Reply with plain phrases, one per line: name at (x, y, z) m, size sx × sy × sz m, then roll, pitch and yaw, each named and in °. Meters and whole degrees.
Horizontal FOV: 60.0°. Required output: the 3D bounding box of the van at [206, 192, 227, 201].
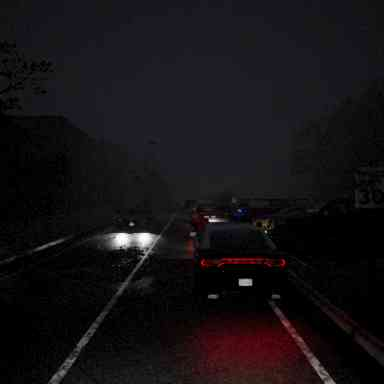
van at (5.457, 0.995, 74.882) m, size 4.442 × 1.987 × 1.878 m, roll 0°, pitch 0°, yaw 0°

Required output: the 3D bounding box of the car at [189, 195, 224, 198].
car at (0.950, 1.350, 24.484) m, size 2.097 × 1.767 × 4.553 m, roll 0°, pitch 0°, yaw 0°

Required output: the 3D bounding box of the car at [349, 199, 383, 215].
car at (18.724, 1.527, 33.533) m, size 4.792 × 1.488 × 2.163 m, roll 0°, pitch 0°, yaw 0°

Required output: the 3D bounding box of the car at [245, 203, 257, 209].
car at (5.531, 1.493, 16.006) m, size 5.366 × 1.575 × 1.946 m, roll 0°, pitch 0°, yaw 0°

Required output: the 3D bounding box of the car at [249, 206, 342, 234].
car at (5.712, 1.538, 18.810) m, size 4.674 × 1.452 × 2.002 m, roll 0°, pitch 0°, yaw 0°

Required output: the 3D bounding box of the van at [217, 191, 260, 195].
van at (5.772, 1.235, 41.246) m, size 4.442 × 1.987 × 1.878 m, roll 0°, pitch 0°, yaw 0°

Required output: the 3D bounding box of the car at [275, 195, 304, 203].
car at (18.685, 1.300, 64.075) m, size 4.892 × 1.521 × 2.231 m, roll 0°, pitch 0°, yaw 0°

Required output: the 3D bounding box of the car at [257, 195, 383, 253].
car at (5.694, 1.243, 13.203) m, size 5.566 × 2.045 × 2.435 m, roll 0°, pitch 0°, yaw 0°

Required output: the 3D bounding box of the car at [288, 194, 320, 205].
car at (18.730, 1.233, 55.747) m, size 4.553 × 1.767 × 2.185 m, roll 0°, pitch 0°, yaw 0°

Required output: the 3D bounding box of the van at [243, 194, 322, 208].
van at (5.819, 1.275, 21.614) m, size 4.442 × 1.987 × 1.878 m, roll 0°, pitch 0°, yaw 0°

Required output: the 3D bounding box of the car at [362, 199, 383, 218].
car at (18.945, 1.497, 30.762) m, size 5.366 × 1.575 × 1.946 m, roll 0°, pitch 0°, yaw 0°

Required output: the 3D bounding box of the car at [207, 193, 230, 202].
car at (5.556, 1.135, 69.277) m, size 4.553 × 1.767 × 2.185 m, roll 0°, pitch 0°, yaw 0°

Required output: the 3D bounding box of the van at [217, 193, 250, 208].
van at (5.758, 1.195, 46.851) m, size 4.442 × 1.987 × 1.878 m, roll 0°, pitch 0°, yaw 0°

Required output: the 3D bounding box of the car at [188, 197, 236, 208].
car at (0.956, 1.357, 18.477) m, size 2.097 × 1.767 × 4.553 m, roll 0°, pitch 0°, yaw 0°

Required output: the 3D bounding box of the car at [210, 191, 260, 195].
car at (5.620, 1.190, 44.046) m, size 5.566 × 2.045 × 2.435 m, roll 0°, pitch 0°, yaw 0°

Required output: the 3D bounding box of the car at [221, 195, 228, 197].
car at (5.668, 1.475, 38.440) m, size 4.892 × 1.521 × 2.231 m, roll 0°, pitch 0°, yaw 0°

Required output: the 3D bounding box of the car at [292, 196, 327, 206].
car at (18.678, 1.408, 52.971) m, size 4.792 × 1.488 × 2.163 m, roll 0°, pitch 0°, yaw 0°

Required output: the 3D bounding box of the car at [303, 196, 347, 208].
car at (18.906, 1.415, 47.420) m, size 5.366 × 1.575 × 1.946 m, roll 0°, pitch 0°, yaw 0°

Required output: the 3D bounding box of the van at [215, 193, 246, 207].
van at (5.751, 1.175, 49.654) m, size 4.442 × 1.987 × 1.878 m, roll 0°, pitch 0°, yaw 0°

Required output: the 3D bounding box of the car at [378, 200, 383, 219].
car at (18.761, 1.503, 27.984) m, size 5.008 × 1.535 × 2.097 m, roll 0°, pitch 0°, yaw 0°

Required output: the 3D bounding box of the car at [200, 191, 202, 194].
car at (5.718, 1.097, 91.704) m, size 5.366 × 1.575 × 1.946 m, roll 0°, pitch 0°, yaw 0°

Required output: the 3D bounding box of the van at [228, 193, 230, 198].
van at (5.799, 1.274, 30.026) m, size 4.442 × 1.987 × 1.878 m, roll 0°, pitch 0°, yaw 0°

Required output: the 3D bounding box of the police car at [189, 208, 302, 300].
police car at (0.967, 1.432, 8.604) m, size 1.930 × 1.638 × 5.238 m, roll 0°, pitch 0°, yaw 0°

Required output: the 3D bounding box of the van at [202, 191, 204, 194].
van at (5.430, 0.914, 86.095) m, size 4.442 × 1.987 × 1.878 m, roll 0°, pitch 0°, yaw 0°

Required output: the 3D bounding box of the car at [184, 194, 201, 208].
car at (-0.030, 1.408, 45.960) m, size 1.882 × 1.535 × 5.008 m, roll 0°, pitch 0°, yaw 0°

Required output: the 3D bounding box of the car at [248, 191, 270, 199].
car at (18.583, 0.848, 91.957) m, size 5.566 × 2.045 × 2.435 m, roll 0°, pitch 0°, yaw 0°

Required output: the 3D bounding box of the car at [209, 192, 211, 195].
car at (5.652, 1.235, 55.261) m, size 4.553 × 1.767 × 2.185 m, roll 0°, pitch 0°, yaw 0°

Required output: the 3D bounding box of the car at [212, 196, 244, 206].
car at (5.621, 1.382, 52.459) m, size 4.892 × 1.521 × 2.231 m, roll 0°, pitch 0°, yaw 0°

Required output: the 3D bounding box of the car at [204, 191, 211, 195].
car at (5.579, 1.069, 60.866) m, size 5.566 × 2.045 × 2.435 m, roll 0°, pitch 0°, yaw 0°

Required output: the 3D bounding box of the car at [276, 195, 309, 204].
car at (18.501, 1.316, 61.297) m, size 5.366 × 1.575 × 1.946 m, roll 0°, pitch 0°, yaw 0°

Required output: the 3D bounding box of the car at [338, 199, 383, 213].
car at (18.775, 1.515, 36.317) m, size 4.792 × 1.488 × 2.163 m, roll 0°, pitch 0°, yaw 0°

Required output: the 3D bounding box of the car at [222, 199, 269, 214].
car at (5.666, 1.527, 35.637) m, size 4.674 × 1.452 × 2.002 m, roll 0°, pitch 0°, yaw 0°

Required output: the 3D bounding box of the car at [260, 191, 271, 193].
car at (18.590, 0.867, 89.295) m, size 5.566 × 2.045 × 2.435 m, roll 0°, pitch 0°, yaw 0°

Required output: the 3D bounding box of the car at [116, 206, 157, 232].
car at (-3.270, 1.569, 20.083) m, size 1.994 × 1.385 × 4.181 m, roll 0°, pitch 0°, yaw 0°

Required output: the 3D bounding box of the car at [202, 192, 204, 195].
car at (5.561, 1.200, 77.687) m, size 5.008 × 1.535 × 2.097 m, roll 0°, pitch 0°, yaw 0°

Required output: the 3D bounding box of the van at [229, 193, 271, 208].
van at (5.572, 1.277, 27.223) m, size 4.442 × 1.987 × 1.878 m, roll 0°, pitch 0°, yaw 0°

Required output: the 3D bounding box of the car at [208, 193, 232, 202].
car at (5.563, 1.155, 66.474) m, size 4.553 × 1.767 × 2.185 m, roll 0°, pitch 0°, yaw 0°

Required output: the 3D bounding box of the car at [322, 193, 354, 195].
car at (18.711, 1.221, 39.090) m, size 5.566 × 2.045 × 2.435 m, roll 0°, pitch 0°, yaw 0°
